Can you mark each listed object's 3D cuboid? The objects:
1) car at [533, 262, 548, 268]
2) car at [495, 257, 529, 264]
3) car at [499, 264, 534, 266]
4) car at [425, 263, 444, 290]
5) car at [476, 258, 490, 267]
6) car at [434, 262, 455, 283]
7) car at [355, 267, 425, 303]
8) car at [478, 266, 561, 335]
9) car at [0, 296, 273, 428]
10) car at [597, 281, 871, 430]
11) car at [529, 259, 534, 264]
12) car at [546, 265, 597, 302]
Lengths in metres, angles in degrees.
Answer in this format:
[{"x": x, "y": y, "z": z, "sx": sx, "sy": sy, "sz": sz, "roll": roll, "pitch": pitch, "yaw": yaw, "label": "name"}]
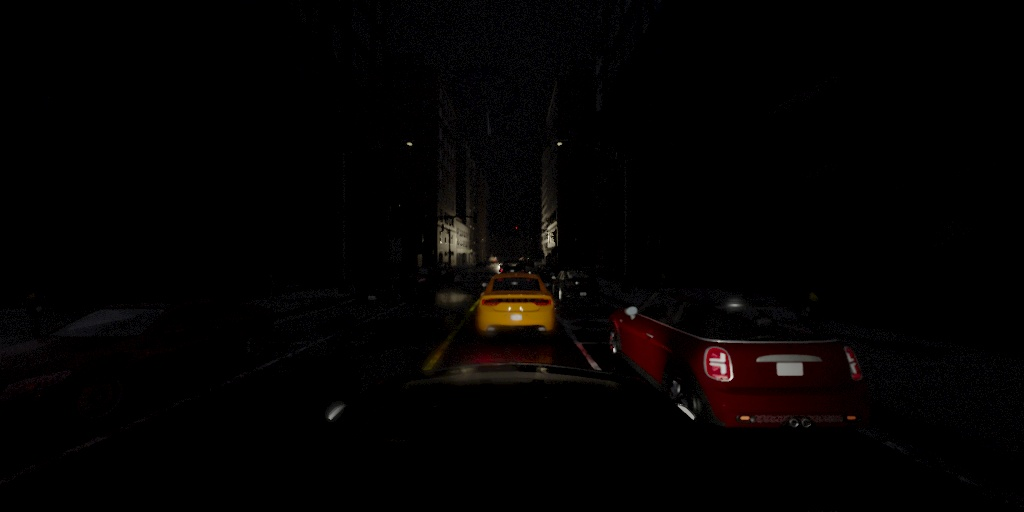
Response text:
[{"x": 2.895, "y": 1.311, "z": 27.631, "sx": 1.948, "sy": 1.339, "sz": 4.313, "roll": 0, "pitch": 0, "yaw": 0, "label": "car"}, {"x": 0.068, "y": 1.098, "z": 28.233, "sx": 2.097, "sy": 1.767, "sz": 4.553, "roll": 0, "pitch": 0, "yaw": 1, "label": "car"}, {"x": 0.127, "y": 1.310, "z": 19.500, "sx": 1.994, "sy": 1.385, "sz": 4.181, "roll": 0, "pitch": 0, "yaw": 0, "label": "car"}, {"x": -5.639, "y": 1.328, "z": 22.142, "sx": 1.802, "sy": 1.307, "sz": 4.207, "roll": 0, "pitch": 0, "yaw": 0, "label": "car"}, {"x": -5.541, "y": 1.357, "z": 64.746, "sx": 1.802, "sy": 1.307, "sz": 4.207, "roll": 0, "pitch": 0, "yaw": 0, "label": "car"}, {"x": -5.631, "y": 1.185, "z": 27.644, "sx": 1.967, "sy": 1.591, "sz": 4.097, "roll": 0, "pitch": 0, "yaw": 0, "label": "car"}, {"x": -5.647, "y": 1.312, "z": 16.641, "sx": 1.948, "sy": 1.339, "sz": 4.313, "roll": 0, "pitch": 0, "yaw": 0, "label": "car"}, {"x": 0.110, "y": 1.225, "z": 10.512, "sx": 1.882, "sy": 1.535, "sz": 5.008, "roll": 0, "pitch": 0, "yaw": 0, "label": "car"}, {"x": -5.663, "y": 1.331, "z": 5.639, "sx": 1.802, "sy": 1.307, "sz": 4.207, "roll": 0, "pitch": 0, "yaw": 0, "label": "car"}, {"x": 2.862, "y": 1.189, "z": 5.626, "sx": 1.967, "sy": 1.591, "sz": 4.097, "roll": 0, "pitch": 0, "yaw": 0, "label": "car"}, {"x": 2.984, "y": 1.215, "z": 64.720, "sx": 1.967, "sy": 1.591, "sz": 4.097, "roll": 0, "pitch": 0, "yaw": 0, "label": "car"}, {"x": 2.878, "y": 1.297, "z": 16.629, "sx": 2.007, "sy": 1.370, "sz": 4.403, "roll": 0, "pitch": 0, "yaw": 0, "label": "car"}]
